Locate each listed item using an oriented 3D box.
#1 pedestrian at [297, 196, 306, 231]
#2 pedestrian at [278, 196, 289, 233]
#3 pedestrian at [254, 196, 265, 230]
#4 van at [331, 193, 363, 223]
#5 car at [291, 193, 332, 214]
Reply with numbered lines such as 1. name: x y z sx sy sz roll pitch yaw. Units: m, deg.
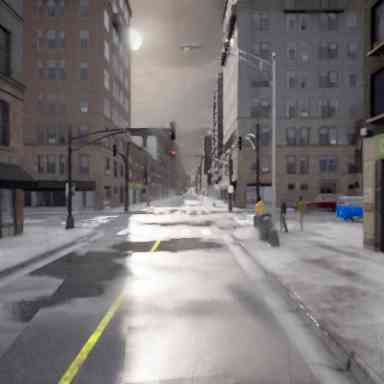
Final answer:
1. pedestrian: 5.632 1.092 17.262 0.375 1.860 0.375 0 0 0
2. pedestrian: 4.577 1.109 16.662 0.375 1.860 0.375 0 0 0
3. pedestrian: 3.632 1.119 17.862 0.375 1.860 0.375 0 0 0
4. van: 12.103 1.174 22.976 3.998 1.788 1.690 -1 1 0
5. car: 12.078 1.077 31.500 5.009 1.841 2.192 -1 1 0
